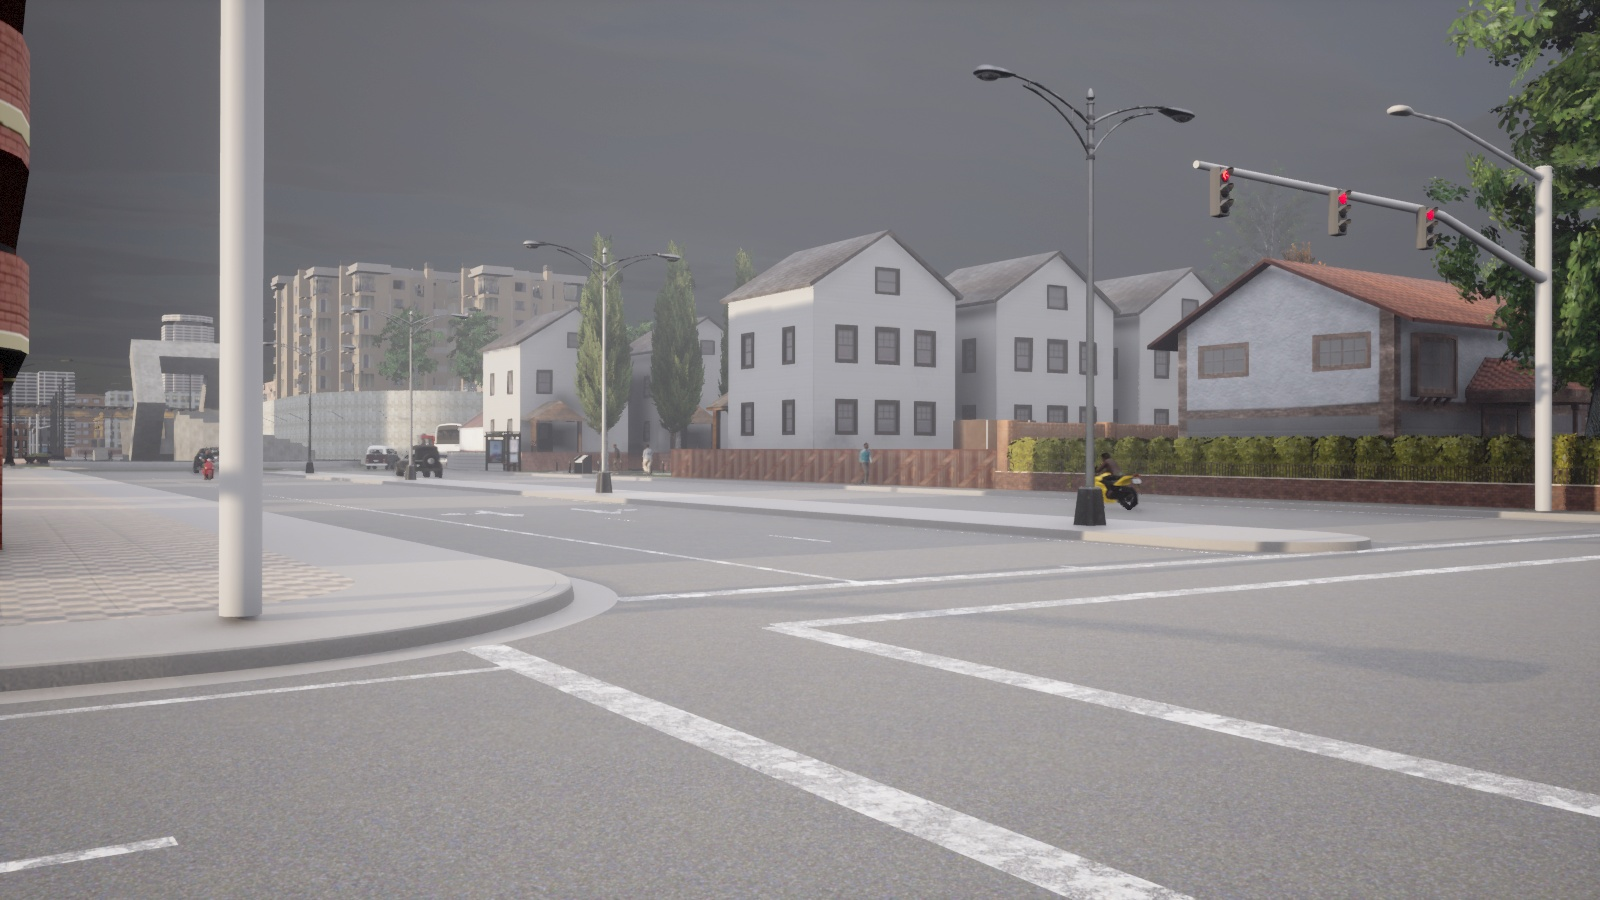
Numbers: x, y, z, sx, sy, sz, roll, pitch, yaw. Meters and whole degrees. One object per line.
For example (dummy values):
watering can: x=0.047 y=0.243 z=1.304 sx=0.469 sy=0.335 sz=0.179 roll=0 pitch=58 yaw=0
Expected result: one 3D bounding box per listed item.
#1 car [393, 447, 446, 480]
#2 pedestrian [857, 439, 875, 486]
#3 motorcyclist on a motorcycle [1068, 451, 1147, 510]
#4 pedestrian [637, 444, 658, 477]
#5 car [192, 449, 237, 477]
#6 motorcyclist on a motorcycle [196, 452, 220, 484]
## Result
car: x=-22.144 y=0.766 z=72.954 sx=1.905 sy=1.878 sz=3.866 roll=0 pitch=0 yaw=-33
pedestrian: x=2.713 y=0.521 z=51.656 sx=0.396 sy=1.930 sz=0.692 roll=0 pitch=0 yaw=-34
motorcyclist on a motorcycle: x=8.167 y=0.791 z=33.431 sx=0.797 sy=1.523 sz=2.044 roll=0 pitch=0 yaw=-33
pedestrian: x=-8.573 y=0.582 z=70.464 sx=0.874 sy=1.855 sz=0.900 roll=0 pitch=0 yaw=-29
car: x=-39.445 y=0.852 z=84.559 sx=1.932 sy=1.855 sz=4.605 roll=0 pitch=0 yaw=-35
motorcyclist on a motorcycle: x=-30.521 y=0.921 z=64.771 sx=0.866 sy=1.590 sz=1.817 roll=0 pitch=0 yaw=-33
